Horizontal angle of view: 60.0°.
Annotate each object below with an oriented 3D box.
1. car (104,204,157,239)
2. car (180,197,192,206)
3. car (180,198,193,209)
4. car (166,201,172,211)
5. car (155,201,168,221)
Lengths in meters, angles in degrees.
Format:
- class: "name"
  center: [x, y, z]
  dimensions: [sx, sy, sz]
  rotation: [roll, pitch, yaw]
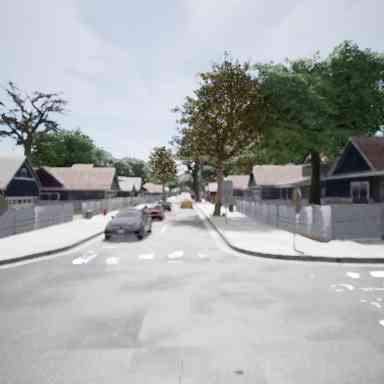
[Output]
- class: "car"
  center: [-3.268, 1.607, 17.910]
  dimensions: [1.812, 1.442, 4.674]
  rotation: [0, 0, 2]
- class: "car"
  center: [-1.057, 1.776, 60.585]
  dimensions: [2.128, 1.511, 4.902]
  rotation: [0, 0, -1]
- class: "car"
  center: [-0.796, 1.710, 50.629]
  dimensions: [1.882, 1.535, 5.008]
  rotation: [0, 0, -1]
- class: "car"
  center: [-3.594, 1.796, 42.778]
  dimensions: [1.895, 1.301, 4.718]
  rotation: [0, 0, -1]
- class: "car"
  center: [-3.379, 1.729, 28.573]
  dimensions: [1.895, 1.301, 4.718]
  rotation: [0, 0, -1]
